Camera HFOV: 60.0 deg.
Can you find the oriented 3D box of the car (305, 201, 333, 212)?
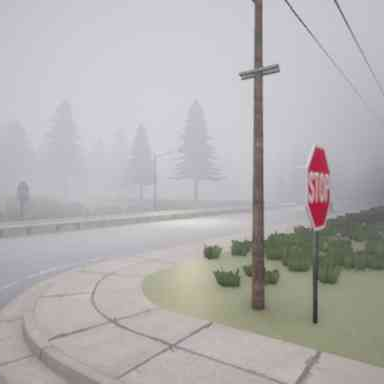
[{"bbox_3d":[14.288,1.338,37.279,2.097,1.767,4.553,0,0,37],"label":"car"}]
